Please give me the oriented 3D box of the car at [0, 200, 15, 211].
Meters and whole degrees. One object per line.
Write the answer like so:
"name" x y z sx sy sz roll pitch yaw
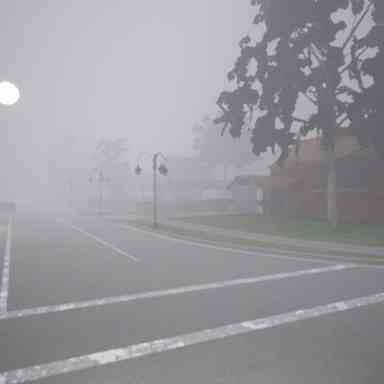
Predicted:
"car" -26.755 1.943 46.355 4.892 1.490 1.837 0 -3 28

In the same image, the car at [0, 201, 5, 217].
"car" -17.419 1.775 28.281 2.128 1.511 4.902 0 -1 -28
